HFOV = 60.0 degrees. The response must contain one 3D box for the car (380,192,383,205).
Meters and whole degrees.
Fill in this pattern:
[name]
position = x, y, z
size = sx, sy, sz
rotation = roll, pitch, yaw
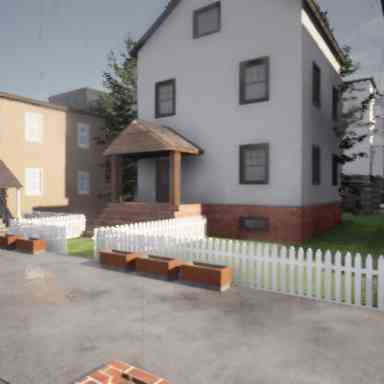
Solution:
[car]
position = 23.039, 0.990, 40.250
size = 1.905, 1.878, 3.866
rotation = 0, 1, 44
